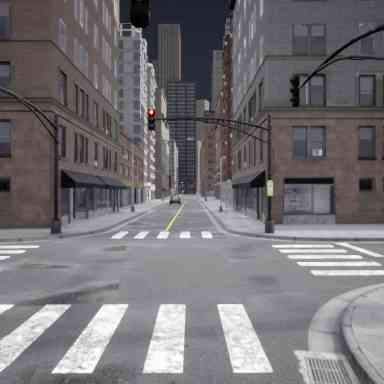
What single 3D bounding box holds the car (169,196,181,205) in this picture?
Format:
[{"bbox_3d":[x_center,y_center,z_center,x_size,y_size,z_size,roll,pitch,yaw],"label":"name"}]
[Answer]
[{"bbox_3d":[-2.979,1.447,59.658,1.882,1.535,5.008,0,0,0],"label":"car"}]
